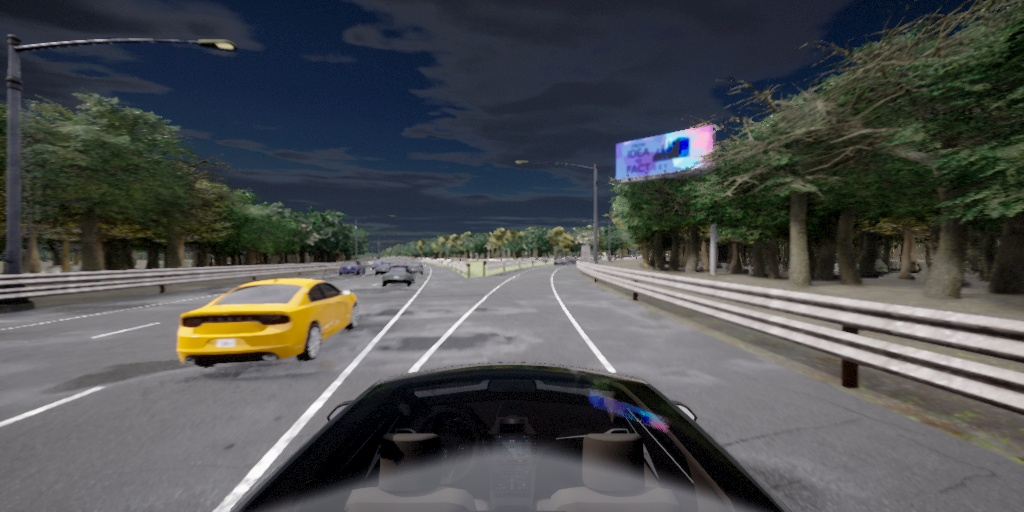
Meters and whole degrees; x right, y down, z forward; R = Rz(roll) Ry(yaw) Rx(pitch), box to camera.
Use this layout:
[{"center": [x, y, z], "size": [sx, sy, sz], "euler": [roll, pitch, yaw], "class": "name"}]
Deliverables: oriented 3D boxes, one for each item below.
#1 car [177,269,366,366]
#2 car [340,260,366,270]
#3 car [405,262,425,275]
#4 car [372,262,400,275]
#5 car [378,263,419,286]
[{"center": [-4.940, 1.236, 8.123], "size": [1.882, 1.535, 5.008], "euler": [0, 0, -10], "class": "car"}, {"center": [-18.164, 1.317, 41.070], "size": [2.097, 1.767, 4.553], "euler": [0, 0, -12], "class": "car"}, {"center": [-11.539, 1.493, 43.117], "size": [2.033, 1.411, 5.357], "euler": [0, 0, -12], "class": "car"}, {"center": [-14.877, 1.521, 42.452], "size": [1.994, 1.385, 4.181], "euler": [0, 0, -12], "class": "car"}, {"center": [-8.146, 1.402, 26.105], "size": [1.994, 1.385, 4.181], "euler": [0, 0, -11], "class": "car"}]
